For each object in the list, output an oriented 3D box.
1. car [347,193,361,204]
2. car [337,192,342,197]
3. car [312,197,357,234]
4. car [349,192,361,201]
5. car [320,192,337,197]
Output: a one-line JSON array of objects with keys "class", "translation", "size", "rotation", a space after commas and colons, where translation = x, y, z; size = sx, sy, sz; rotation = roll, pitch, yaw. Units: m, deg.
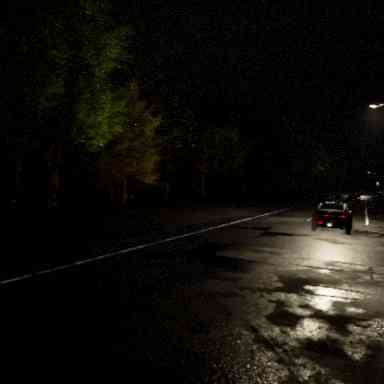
[{"class": "car", "translation": [24.467, 1.032, 50.349], "size": [1.994, 1.385, 4.181], "rotation": [2, 1, 27]}, {"class": "car", "translation": [28.060, 0.734, 65.077], "size": [2.128, 1.511, 4.902], "rotation": [2, 2, 27]}, {"class": "car", "translation": [7.705, 1.277, 18.045], "size": [1.837, 1.490, 4.892], "rotation": [2, 2, 27]}, {"class": "car", "translation": [30.463, 0.834, 62.113], "size": [1.882, 1.535, 5.008], "rotation": [2, 2, 27]}, {"class": "car", "translation": [19.893, 0.910, 49.077], "size": [2.033, 1.411, 5.357], "rotation": [2, 1, 25]}]
